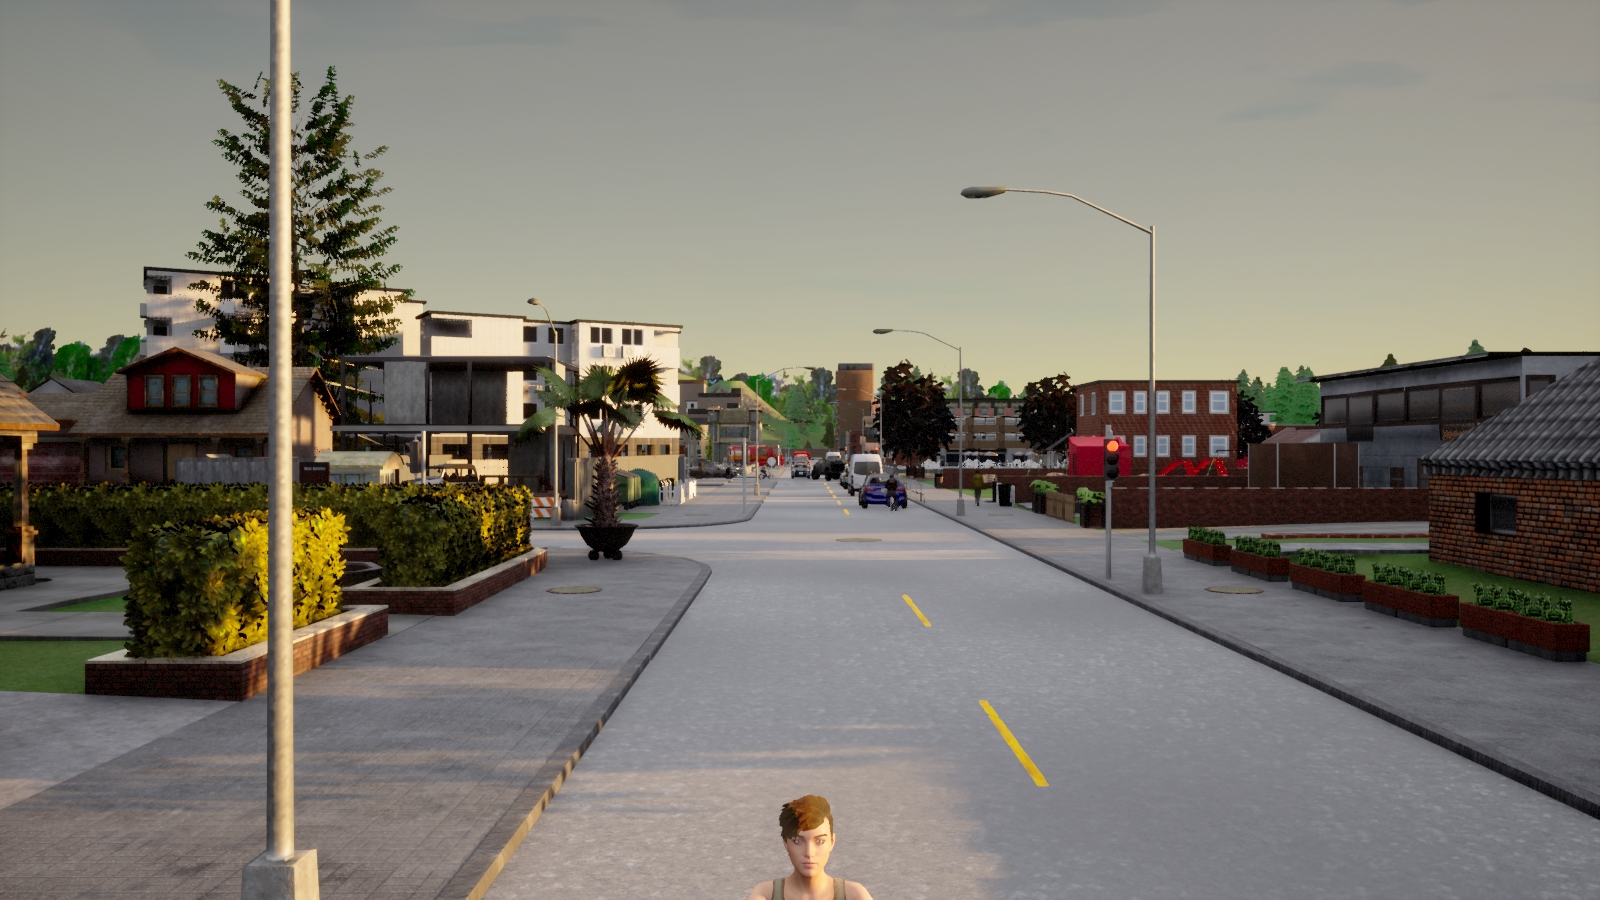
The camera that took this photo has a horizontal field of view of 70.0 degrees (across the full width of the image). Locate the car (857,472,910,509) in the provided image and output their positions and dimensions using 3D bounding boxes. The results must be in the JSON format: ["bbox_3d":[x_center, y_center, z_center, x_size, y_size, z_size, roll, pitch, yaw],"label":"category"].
[{"bbox_3d":[4.046,1.967,56.171,2.242,1.667,4.611,0,0,0],"label":"car"}]

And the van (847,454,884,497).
[{"bbox_3d":[4.045,1.534,71.355,1.988,2.561,5.915,0,0,0],"label":"van"}]

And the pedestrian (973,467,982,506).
[{"bbox_3d":[8.459,1.744,54.418,0.375,1.860,0.375,0,0,11],"label":"pedestrian"}]

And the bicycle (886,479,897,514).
[{"bbox_3d":[4.077,2.059,50.941,0.329,1.471,1.835,0,1,0],"label":"bicycle"}]

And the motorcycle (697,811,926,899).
[{"bbox_3d":[0.039,2.155,3.558,0.764,1.307,2.356,0,0,0],"label":"motorcycle"}]
